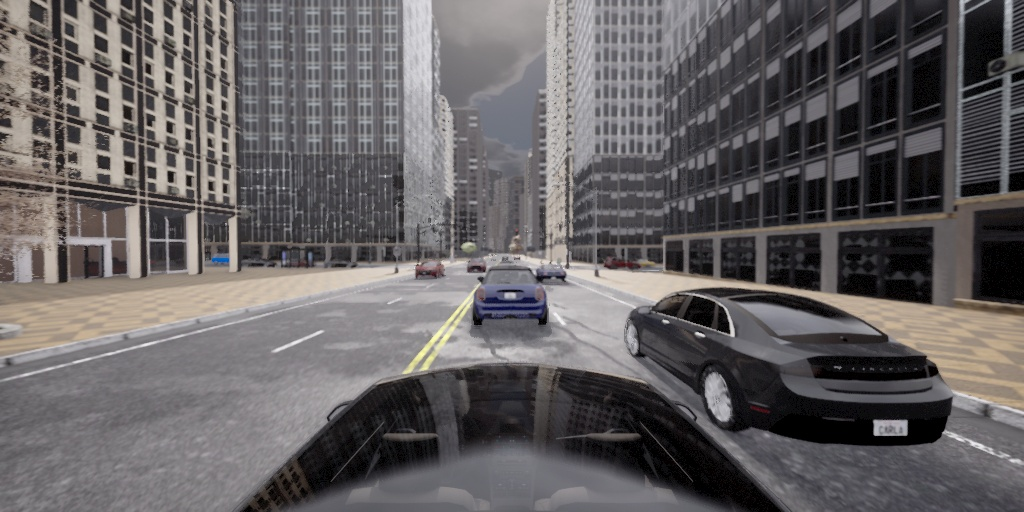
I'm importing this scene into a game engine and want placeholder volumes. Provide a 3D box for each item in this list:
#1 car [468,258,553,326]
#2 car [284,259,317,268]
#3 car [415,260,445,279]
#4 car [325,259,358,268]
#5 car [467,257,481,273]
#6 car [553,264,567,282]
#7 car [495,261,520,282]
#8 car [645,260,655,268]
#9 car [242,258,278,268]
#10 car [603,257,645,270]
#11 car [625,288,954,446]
[{"bbox_3d":[-0.076,1.069,11.734,2.097,1.767,4.553,0,0,-1],"label":"car"},{"bbox_3d":[-29.327,1.025,49.736,4.207,1.307,1.802,0,0,0],"label":"car"},{"bbox_3d":[-7.128,1.131,31.482,1.882,1.535,5.008,0,0,-1],"label":"car"},{"bbox_3d":[-23.641,1.050,49.715,4.313,1.339,1.948,0,0,0],"label":"car"},{"bbox_3d":[-3.998,0.957,41.479,2.097,1.767,4.553,0,0,-1],"label":"car"},{"bbox_3d":[2.886,1.253,27.383,1.895,1.301,4.718,0,0,-1],"label":"car"},{"bbox_3d":[-0.400,1.156,29.049,1.837,1.490,4.892,0,0,-1],"label":"car"},{"bbox_3d":[20.733,1.159,58.349,4.829,1.417,1.751,0,0,0],"label":"car"},{"bbox_3d":[-35.010,0.966,49.797,4.313,1.339,1.948,0,0,0],"label":"car"},{"bbox_3d":[15.287,1.073,49.955,5.009,1.841,2.192,0,0,0],"label":"car"},{"bbox_3d":[3.264,1.236,5.532,1.837,1.490,4.892,0,0,0],"label":"car"}]
